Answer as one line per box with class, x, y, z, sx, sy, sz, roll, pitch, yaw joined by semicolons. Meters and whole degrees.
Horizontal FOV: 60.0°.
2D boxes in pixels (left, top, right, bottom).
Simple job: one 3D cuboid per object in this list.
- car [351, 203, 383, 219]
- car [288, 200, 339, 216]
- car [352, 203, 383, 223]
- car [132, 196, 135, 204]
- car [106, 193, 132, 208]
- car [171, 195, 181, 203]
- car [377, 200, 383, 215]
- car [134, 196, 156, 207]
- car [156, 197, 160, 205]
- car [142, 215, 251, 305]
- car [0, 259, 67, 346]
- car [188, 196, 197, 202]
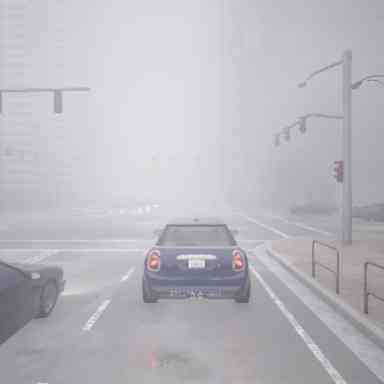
car;16.500;1.601;28.615;4.718;1.301;1.895;0;0;1
car;11.705;1.526;32.157;4.674;1.442;1.812;0;0;1
car;14.883;1.547;24.943;5.357;1.411;2.033;0;0;0
car;-10.485;1.505;58.067;1.837;1.490;4.892;0;0;0
car;-10.522;1.352;48.122;2.097;1.767;4.553;0;0;0
car;-3.359;1.478;71.255;1.882;1.535;5.008;0;0;0
car;20.842;1.505;32.061;4.892;1.490;1.837;0;0;1
car;-7.017;1.564;50.385;1.994;1.385;4.181;0;0;0
car;-6.976;1.601;60.345;1.895;1.301;4.718;0;0;0
car;0.093;1.351;8.274;2.097;1.767;4.553;0;0;0
car;-3.415;1.548;4.271;2.033;1.411;5.357;0;0;-1
car;0.117;1.553;72.611;1.994;1.385;4.181;0;0;0
